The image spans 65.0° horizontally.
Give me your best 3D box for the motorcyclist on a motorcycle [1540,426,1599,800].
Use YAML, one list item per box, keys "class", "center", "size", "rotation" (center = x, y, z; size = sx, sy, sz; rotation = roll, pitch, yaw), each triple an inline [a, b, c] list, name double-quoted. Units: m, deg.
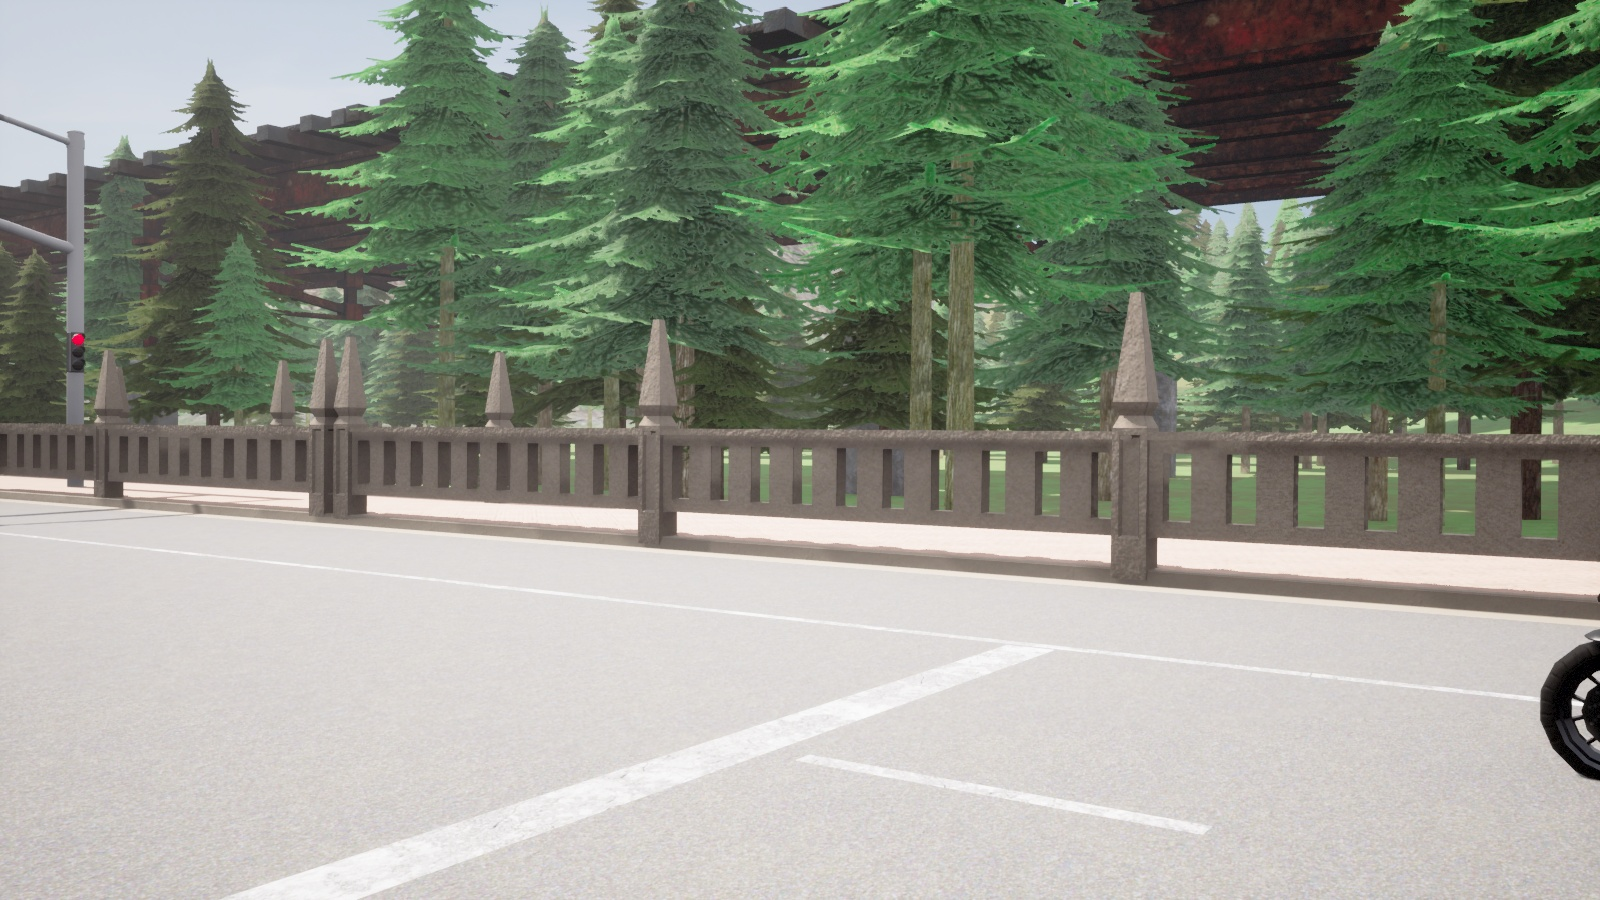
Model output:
- class: "motorcyclist on a motorcycle"
  center: [4.247, 0.660, 5.004]
  size: [2.191, 1.530, 0.866]
  rotation: [0, 1, 34]
